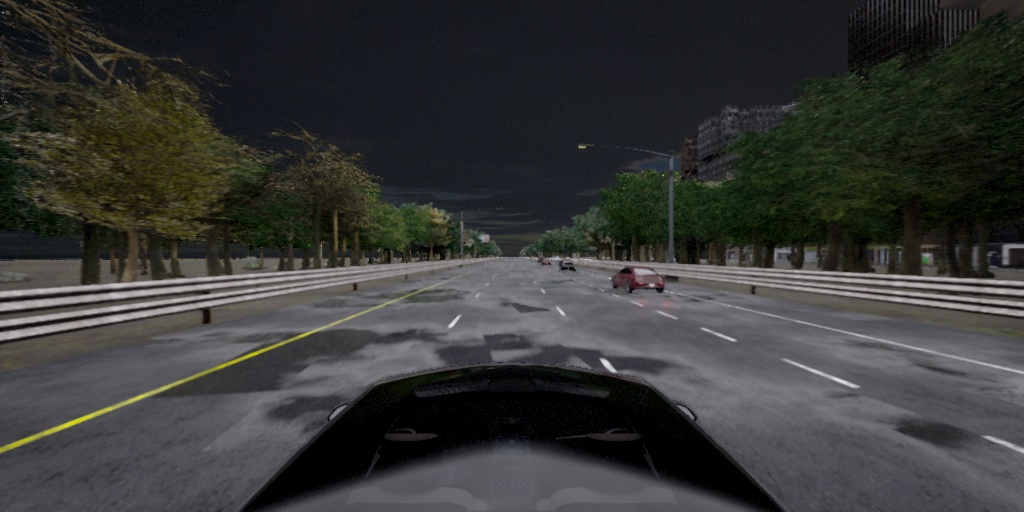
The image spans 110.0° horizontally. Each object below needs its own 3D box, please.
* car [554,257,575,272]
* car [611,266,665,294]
[{"bbox_3d":[7.067,1.271,47.303,1.837,1.490,4.892,0,0,0],"label":"car"},{"bbox_3d":[7.015,1.283,20.271,1.812,1.442,4.674,0,0,0],"label":"car"}]
